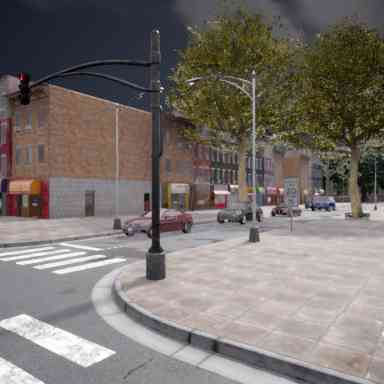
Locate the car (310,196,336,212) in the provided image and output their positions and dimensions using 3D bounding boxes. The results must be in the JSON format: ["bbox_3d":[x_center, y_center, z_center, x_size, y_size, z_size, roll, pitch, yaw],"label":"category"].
[{"bbox_3d":[17.908,1.594,45.286,2.150,2.045,5.566,0,-1,36],"label":"car"}]

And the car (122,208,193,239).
[{"bbox_3d":[-1.718,1.617,18.336,1.812,1.442,4.674,0,-1,35],"label":"car"}]

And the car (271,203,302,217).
[{"bbox_3d":[9.688,1.803,34.052,1.994,1.385,4.181,0,-1,37],"label":"car"}]

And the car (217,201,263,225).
[{"bbox_3d":[3.812,1.511,25.972,2.097,1.767,4.553,0,-1,36],"label":"car"}]
